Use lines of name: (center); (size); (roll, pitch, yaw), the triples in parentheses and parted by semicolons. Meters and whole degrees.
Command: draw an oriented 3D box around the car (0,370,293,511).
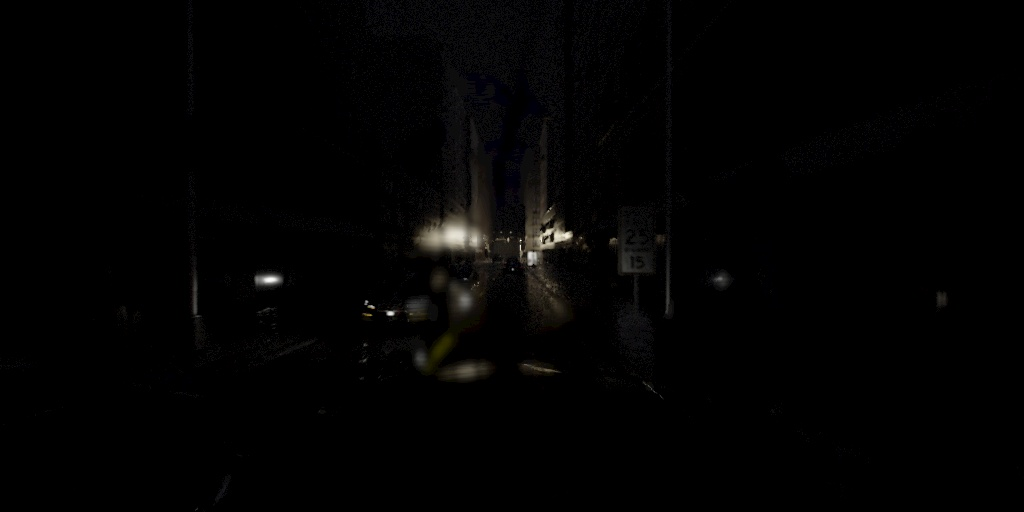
car: (-3.100, 1.353, 1.300); (1.895, 1.301, 4.718); (0, 0, 0)

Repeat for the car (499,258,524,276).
car: (0.095, 1.152, 34.269); (1.994, 1.385, 4.181); (0, 0, 1)

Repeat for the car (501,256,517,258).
car: (0.042, 0.873, 46.949); (2.097, 1.767, 4.553); (0, 0, 1)

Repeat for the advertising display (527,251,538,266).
advertising display: (3.136, 0.504, 55.112); (1.540, 2.440, 0.280); (0, 0, 0)

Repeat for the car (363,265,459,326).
car: (-3.099, 1.206, 11.567); (1.837, 1.490, 4.892); (0, 0, 0)

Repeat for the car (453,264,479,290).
car: (-3.093, 1.197, 22.070); (2.033, 1.411, 5.357); (0, 0, 0)
